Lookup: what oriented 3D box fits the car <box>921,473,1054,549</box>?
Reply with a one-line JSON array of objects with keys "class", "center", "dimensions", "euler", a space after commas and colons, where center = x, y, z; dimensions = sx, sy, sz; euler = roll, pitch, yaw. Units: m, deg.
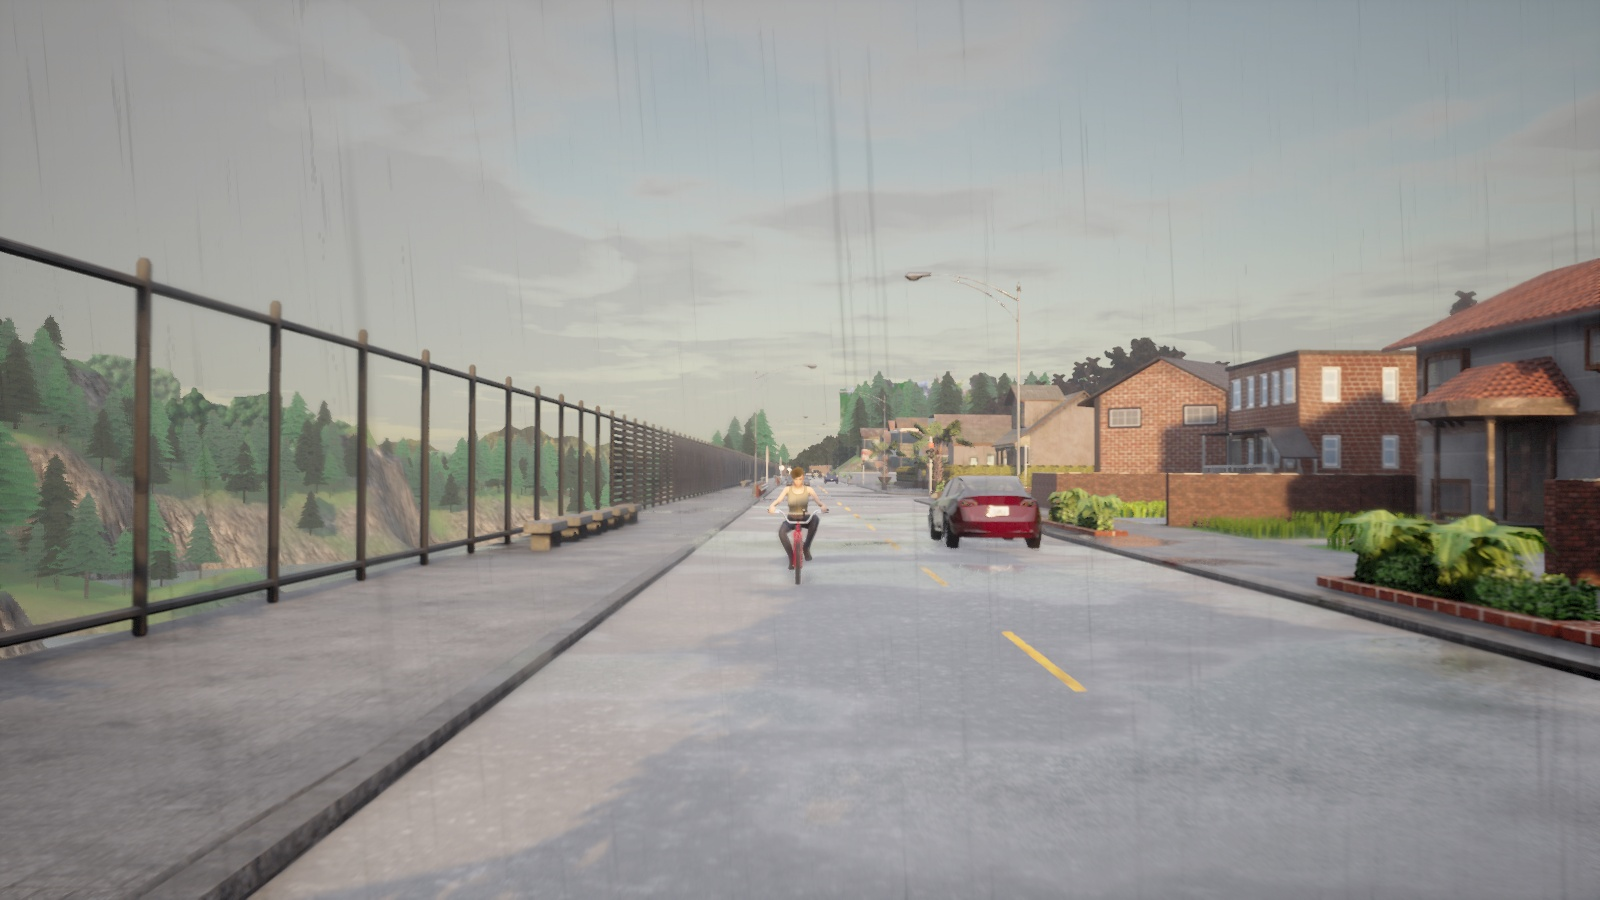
[{"class": "car", "center": [3.966, 1.257, 27.381], "dimensions": [2.163, 1.488, 4.792], "euler": [0, -1, 0]}]

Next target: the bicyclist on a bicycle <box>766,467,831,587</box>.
[{"class": "bicyclist on a bicycle", "center": [-0.018, 1.046, 17.611], "dimensions": [0.866, 1.612, 1.509], "euler": [0, -1, 0]}]
